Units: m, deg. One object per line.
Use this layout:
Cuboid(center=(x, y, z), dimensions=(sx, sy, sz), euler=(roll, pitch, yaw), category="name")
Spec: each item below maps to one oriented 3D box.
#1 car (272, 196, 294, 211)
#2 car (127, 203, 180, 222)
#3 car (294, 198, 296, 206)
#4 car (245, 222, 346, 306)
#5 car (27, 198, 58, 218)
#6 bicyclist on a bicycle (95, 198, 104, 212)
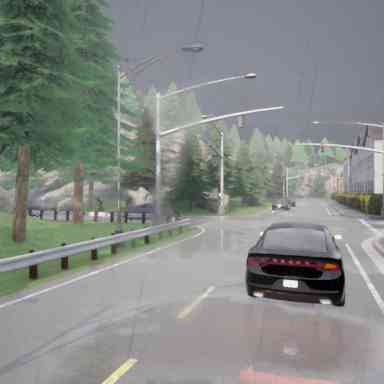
Cuboid(center=(11.165, 1.491, 41.555), dimensions=(2.128, 1.511, 4.902), euler=(0, 0, 21), category="car")
Cuboid(center=(-3.045, 1.579, 26.496), dimensions=(4.181, 1.385, 1.994), euler=(0, 0, 20), category="car")
Cuboid(center=(14.616, 1.352, 50.718), dimensions=(2.097, 1.767, 4.553), euler=(0, 0, 21), category="car")
Cuboid(center=(2.621, 1.478, 8.224), dimensions=(1.882, 1.535, 5.008), euler=(0, 0, 21), category="car")
Cuboid(center=(-14.636, 1.366, 30.749), dimensions=(4.553, 1.767, 2.097), euler=(0, 0, 20), category="car")
Cuboid(center=(-10.205, 1.417, 36.637), dimensions=(0.582, 1.620, 1.656), euler=(-2, 5, 20), category="bicyclist on a bicycle")
